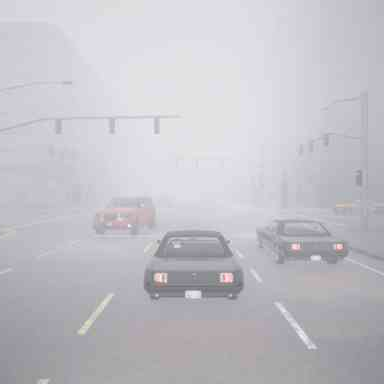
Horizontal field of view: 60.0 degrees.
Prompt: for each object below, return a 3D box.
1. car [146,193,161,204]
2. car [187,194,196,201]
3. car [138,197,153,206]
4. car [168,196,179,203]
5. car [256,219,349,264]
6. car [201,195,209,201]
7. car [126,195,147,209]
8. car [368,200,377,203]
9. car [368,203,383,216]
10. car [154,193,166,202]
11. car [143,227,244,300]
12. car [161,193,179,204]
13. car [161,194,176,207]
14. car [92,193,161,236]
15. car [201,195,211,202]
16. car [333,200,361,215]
[{"bbox_3d":[-7.377,1.218,64.831,2.150,2.045,5.566,0,0,1],"label":"car"},{"bbox_3d":[-0.114,1.351,87.333,2.097,1.767,4.553,0,0,1],"label":"car"},{"bbox_3d":[-7.512,1.523,54.494,1.812,1.442,4.674,0,0,0],"label":"car"},{"bbox_3d":[-3.788,1.549,70.042,1.994,1.385,4.181,0,0,1],"label":"car"},{"bbox_3d":[3.548,1.600,11.734,1.895,1.301,4.718,0,0,0],"label":"car"},{"bbox_3d":[3.387,1.549,87.462,1.994,1.385,4.181,0,0,1],"label":"car"},{"bbox_3d":[-7.562,1.350,45.746,2.097,1.767,4.553,0,0,1],"label":"car"},{"bbox_3d":[19.269,1.545,30.848,4.902,1.511,2.128,0,0,0],"label":"car"},{"bbox_3d":[3.593,1.221,1.982,2.150,2.045,5.566,0,0,0],"label":"car"},{"bbox_3d":[-7.235,1.218,75.263,2.150,2.045,5.566,0,0,1],"label":"car"},{"bbox_3d":[0.042,1.600,8.348,1.895,1.301,4.718,0,0,0],"label":"car"},{"bbox_3d":[-3.950,1.219,60.130,2.150,2.045,5.566,0,0,1],"label":"car"},{"bbox_3d":[-4.019,1.489,50.436,2.128,1.511,4.902,0,0,0],"label":"car"},{"bbox_3d":[-3.600,1.230,18.769,2.150,2.045,5.566,-1,-1,8],"label":"car"},{"bbox_3d":[3.248,1.592,73.339,1.895,1.301,4.718,0,0,1],"label":"car"},{"bbox_3d":[17.206,1.532,34.350,5.008,1.535,1.882,0,0,0],"label":"car"}]
